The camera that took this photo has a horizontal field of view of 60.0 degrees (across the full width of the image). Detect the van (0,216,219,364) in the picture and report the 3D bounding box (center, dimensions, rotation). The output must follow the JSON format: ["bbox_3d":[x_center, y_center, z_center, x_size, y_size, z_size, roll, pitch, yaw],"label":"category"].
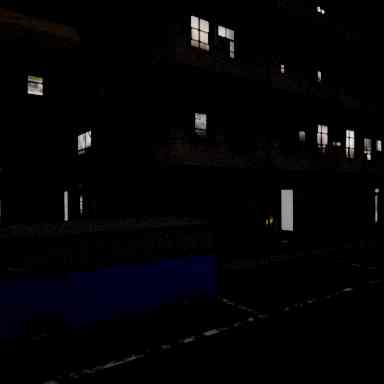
[{"bbox_3d":[-1.431,1.341,5.550,3.998,1.788,1.690,0,0,-35],"label":"van"}]
